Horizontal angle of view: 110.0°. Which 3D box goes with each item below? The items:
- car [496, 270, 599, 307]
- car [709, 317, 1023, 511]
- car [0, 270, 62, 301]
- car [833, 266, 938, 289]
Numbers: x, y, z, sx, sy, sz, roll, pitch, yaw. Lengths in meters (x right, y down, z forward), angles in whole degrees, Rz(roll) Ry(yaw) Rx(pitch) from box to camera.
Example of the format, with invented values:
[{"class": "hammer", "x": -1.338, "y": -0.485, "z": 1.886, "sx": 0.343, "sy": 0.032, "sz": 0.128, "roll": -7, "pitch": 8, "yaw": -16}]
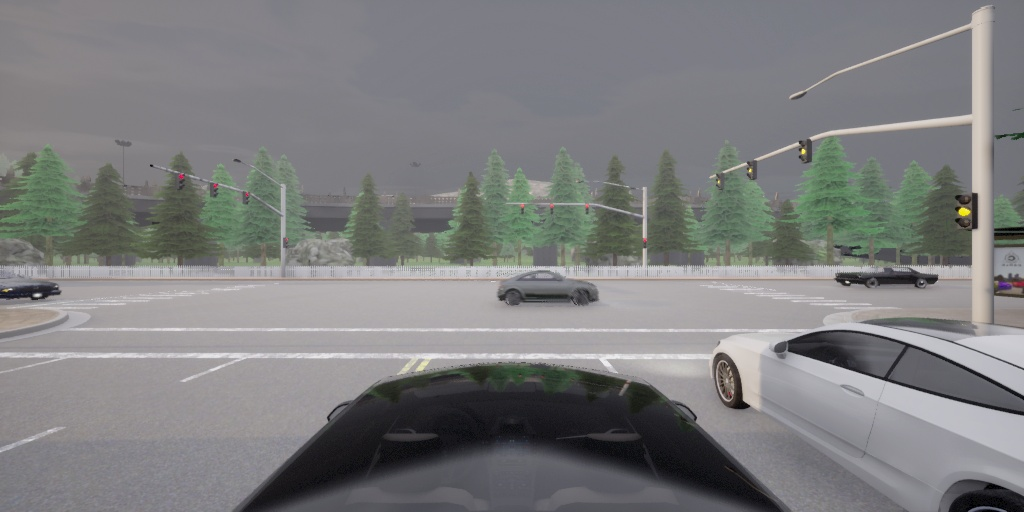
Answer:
[{"class": "car", "x": 1.432, "y": 1.295, "z": 14.900, "sx": 4.181, "sy": 1.385, "sz": 1.994, "roll": 0, "pitch": 0, "yaw": 0}, {"class": "car", "x": 3.657, "y": 1.276, "z": 3.168, "sx": 1.812, "sy": 1.442, "sz": 4.674, "roll": 0, "pitch": 0, "yaw": 2}, {"class": "car", "x": -22.354, "y": 1.242, "z": 14.914, "sx": 5.357, "sy": 1.411, "sz": 2.033, "roll": 0, "pitch": 0, "yaw": 0}, {"class": "car", "x": 22.865, "y": 1.295, "z": 22.071, "sx": 4.718, "sy": 1.301, "sz": 1.895, "roll": 0, "pitch": 0, "yaw": 0}]
